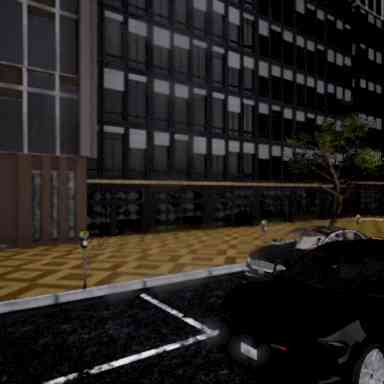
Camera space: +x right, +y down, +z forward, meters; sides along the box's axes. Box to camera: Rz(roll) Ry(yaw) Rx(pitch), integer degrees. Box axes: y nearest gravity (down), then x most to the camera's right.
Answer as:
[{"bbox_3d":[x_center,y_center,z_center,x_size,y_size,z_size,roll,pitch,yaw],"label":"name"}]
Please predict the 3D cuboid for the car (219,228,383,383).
[{"bbox_3d":[2.667,1.524,5.163,5.008,1.535,1.882,1,0,-36],"label":"car"}]

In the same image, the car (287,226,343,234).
[{"bbox_3d":[3.382,1.624,8.990,4.403,1.369,2.008,1,-1,-36],"label":"car"}]
